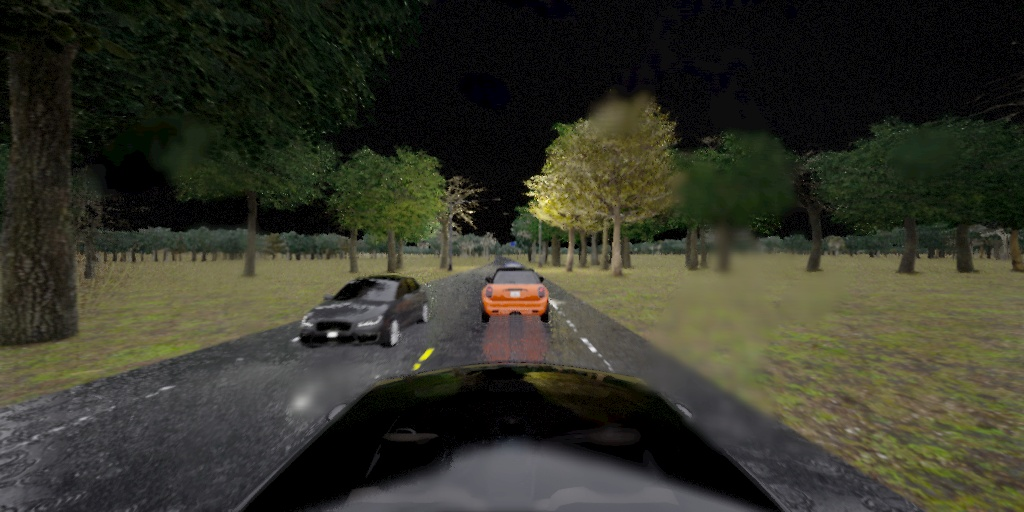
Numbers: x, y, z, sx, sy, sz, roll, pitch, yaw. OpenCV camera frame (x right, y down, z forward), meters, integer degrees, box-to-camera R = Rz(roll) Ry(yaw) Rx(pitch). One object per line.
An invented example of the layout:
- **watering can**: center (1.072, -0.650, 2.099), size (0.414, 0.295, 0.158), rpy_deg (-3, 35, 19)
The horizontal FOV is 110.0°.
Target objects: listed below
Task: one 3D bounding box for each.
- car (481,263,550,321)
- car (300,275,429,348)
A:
- **car**: center (0.100, 1.149, 12.744), size (2.097, 1.767, 4.553), rpy_deg (0, 0, 0)
- **car**: center (-3.498, 1.288, 9.416), size (1.837, 1.490, 4.892), rpy_deg (0, 0, 0)
